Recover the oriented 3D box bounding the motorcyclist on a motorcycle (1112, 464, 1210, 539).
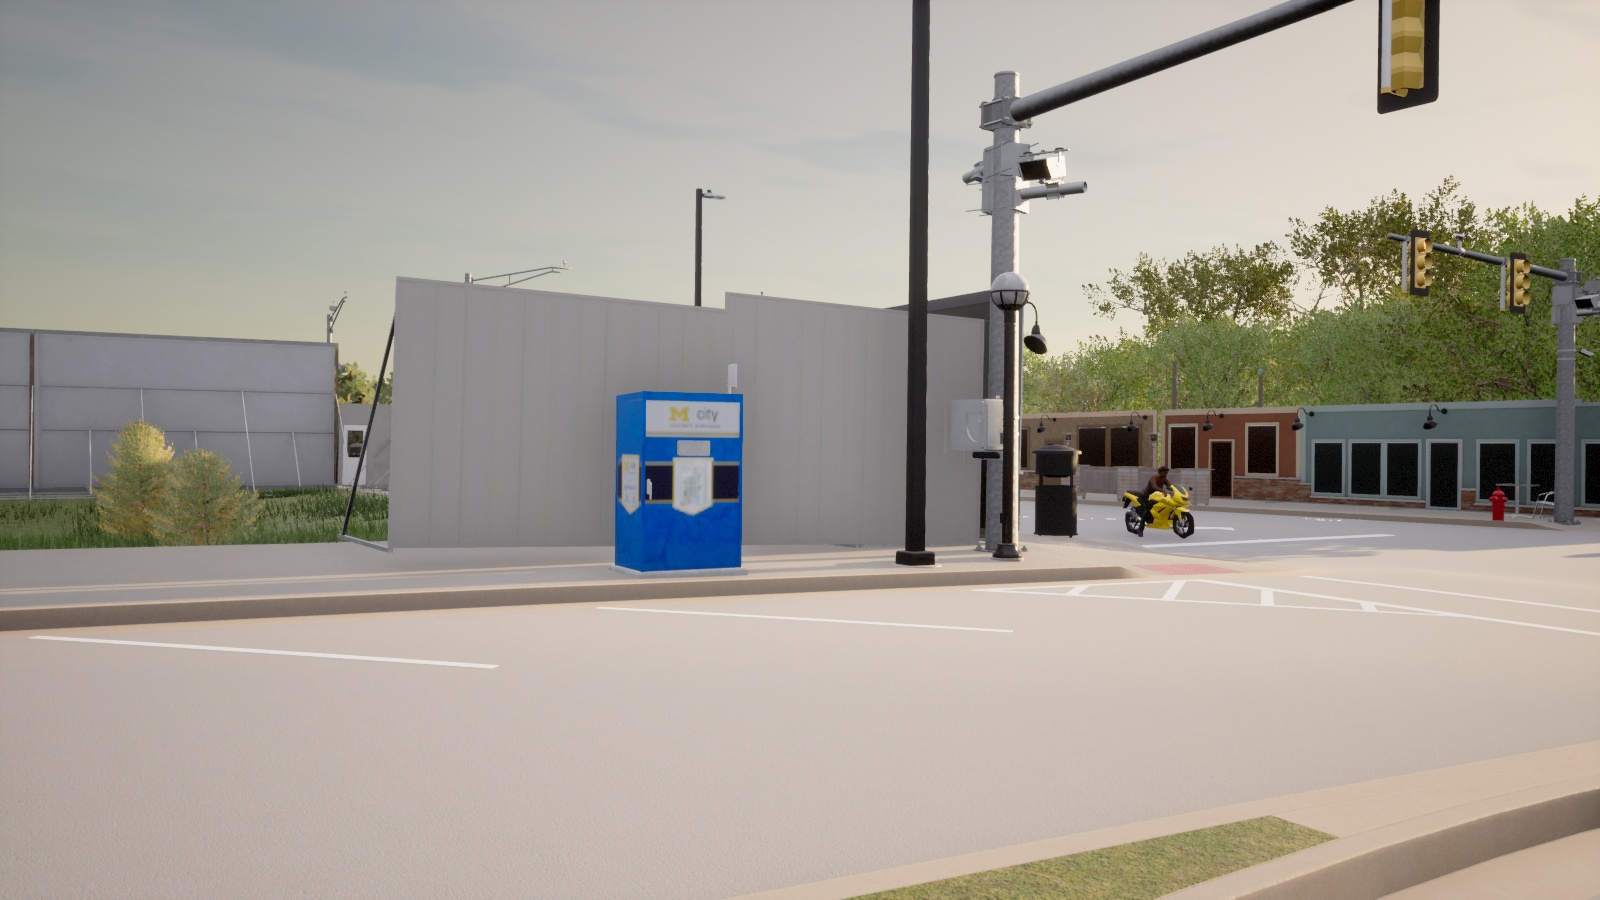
[{"bbox_3d":[7.667,1.065,26.779,0.797,1.523,2.044,0,0,-29],"label":"motorcyclist on a motorcycle"}]
